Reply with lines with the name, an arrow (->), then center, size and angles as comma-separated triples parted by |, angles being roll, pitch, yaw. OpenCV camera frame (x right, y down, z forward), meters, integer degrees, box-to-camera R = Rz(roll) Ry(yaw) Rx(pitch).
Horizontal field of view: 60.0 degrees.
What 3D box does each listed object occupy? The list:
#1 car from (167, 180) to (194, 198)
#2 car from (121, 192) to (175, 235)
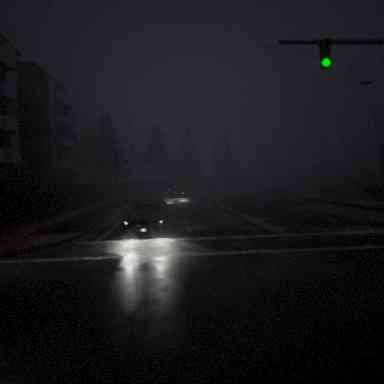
car -> -1.330, -0.428, 41.252 | 2.150, 2.045, 5.566 | -2, 3, 14
car -> -1.988, 0.969, 15.350 | 2.033, 1.411, 5.357 | -2, 2, -3
